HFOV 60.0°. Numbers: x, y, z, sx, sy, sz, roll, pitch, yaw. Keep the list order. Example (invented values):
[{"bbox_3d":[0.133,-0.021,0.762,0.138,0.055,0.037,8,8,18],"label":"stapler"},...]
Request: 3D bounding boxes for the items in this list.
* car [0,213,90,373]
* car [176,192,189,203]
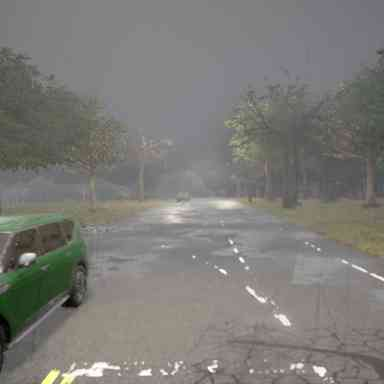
[{"bbox_3d":[-3.537,1.497,5.782,2.150,2.045,5.566,-1,0,0],"label":"car"},{"bbox_3d":[-1.778,1.002,62.755,2.150,2.045,5.566,-1,1,2],"label":"car"}]
